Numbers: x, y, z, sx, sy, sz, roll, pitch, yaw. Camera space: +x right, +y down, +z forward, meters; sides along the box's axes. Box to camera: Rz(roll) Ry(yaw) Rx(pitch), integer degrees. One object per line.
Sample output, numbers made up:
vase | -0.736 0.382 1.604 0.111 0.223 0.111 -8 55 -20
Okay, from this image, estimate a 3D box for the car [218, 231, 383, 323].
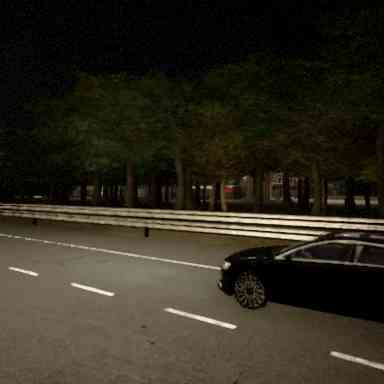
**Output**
car | 2.811 1.492 6.162 4.902 1.511 2.128 0 0 36
